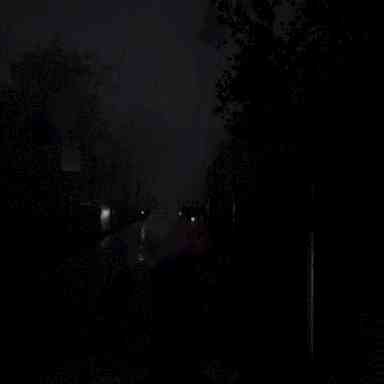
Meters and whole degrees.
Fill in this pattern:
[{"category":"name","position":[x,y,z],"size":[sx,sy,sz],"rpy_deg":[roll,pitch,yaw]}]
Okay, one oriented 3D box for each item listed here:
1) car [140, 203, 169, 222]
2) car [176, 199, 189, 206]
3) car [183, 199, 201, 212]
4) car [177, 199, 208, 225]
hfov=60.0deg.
[{"category":"car","position":[-2.900,1.591,26.459],"size":[1.895,1.301,4.718],"rpy_deg":[0,0,0]},{"category":"car","position":[-1.826,2.088,66.816],"size":[2.128,1.511,4.902],"rpy_deg":[0,-1,5]},{"category":"car","position":[0.029,1.631,41.338],"size":[2.128,1.511,4.902],"rpy_deg":[0,-1,0]},{"category":"car","position":[0.056,1.481,23.817],"size":[1.837,1.490,4.892],"rpy_deg":[0,0,0]}]
